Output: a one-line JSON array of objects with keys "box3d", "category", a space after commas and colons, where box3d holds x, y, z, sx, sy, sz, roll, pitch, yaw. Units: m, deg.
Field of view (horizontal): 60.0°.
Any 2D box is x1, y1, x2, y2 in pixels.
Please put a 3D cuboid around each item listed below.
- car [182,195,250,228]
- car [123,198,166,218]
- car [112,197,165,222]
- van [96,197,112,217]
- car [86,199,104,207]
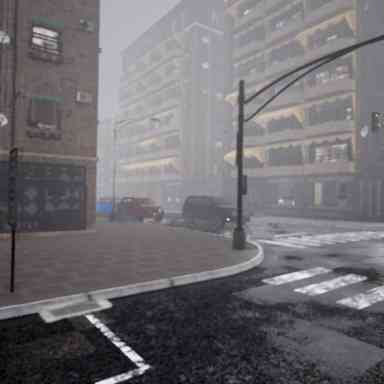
[{"box3d": [1.486, 1.261, 22.864, 2.150, 2.045, 5.566, 2, -1, -36], "category": "car"}, {"box3d": [-4.547, 1.429, 31.376, 2.097, 1.767, 4.553, 2, -2, -35], "category": "car"}, {"box3d": [-4.101, 1.320, 26.481, 2.192, 1.841, 5.009, 1, -1, -35], "category": "car"}, {"box3d": [-7.328, 1.365, 31.028, 1.690, 1.788, 3.998, 1, -1, -35], "category": "van"}, {"box3d": [-17.035, 1.885, 58.322, 1.802, 1.307, 4.206, 1, -1, -35], "category": "car"}]
